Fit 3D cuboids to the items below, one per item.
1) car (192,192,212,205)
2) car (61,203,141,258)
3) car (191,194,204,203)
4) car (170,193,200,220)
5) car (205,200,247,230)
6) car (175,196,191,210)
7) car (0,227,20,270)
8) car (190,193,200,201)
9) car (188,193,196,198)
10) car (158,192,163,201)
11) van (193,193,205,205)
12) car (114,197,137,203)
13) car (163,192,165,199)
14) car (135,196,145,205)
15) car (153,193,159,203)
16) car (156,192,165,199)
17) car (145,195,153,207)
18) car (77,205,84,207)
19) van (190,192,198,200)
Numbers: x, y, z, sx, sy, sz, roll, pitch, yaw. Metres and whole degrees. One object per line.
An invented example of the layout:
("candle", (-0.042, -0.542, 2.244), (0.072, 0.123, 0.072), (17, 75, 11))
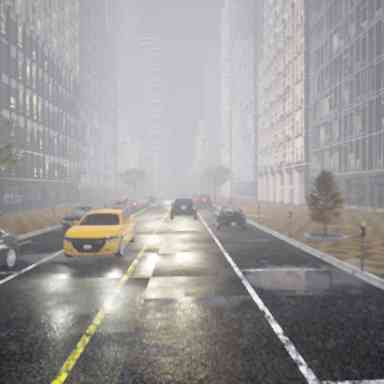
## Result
("car", (1.460, 1.086, 42.524), (2.192, 1.841, 5.009), (-1, 0, -2))
("car", (-3.350, 1.425, 12.881), (1.882, 1.535, 5.008), (0, 0, -2))
("car", (0.961, 1.123, 59.568), (1.967, 1.590, 4.097), (-1, 0, -2))
("car", (-0.669, 1.213, 26.978), (2.097, 1.767, 4.553), (0, 0, -2))
("car", (2.133, 1.438, 19.800), (2.008, 1.369, 4.403), (-1, 0, -2))
("car", (-1.103, 1.293, 41.820), (1.837, 1.490, 4.892), (0, 1, -2))
("car", (-5.909, 1.534, 8.192), (2.008, 1.369, 4.403), (-1, 0, -2))
("car", (0.625, 1.063, 70.930), (1.967, 1.590, 4.097), (-1, 0, -2))
("car", (-0.042, 1.053, 93.655), (2.008, 1.369, 4.403), (-1, 0, -2))
("car", (-7.750, 1.212, 70.684), (2.008, 1.369, 4.403), (-1, 0, -2))
("van", (1.126, 1.053, 53.886), (1.690, 1.788, 3.998), (-1, 0, -2))
("car", (-6.578, 1.450, 30.916), (1.802, 1.307, 4.206), (-1, 0, -2))
("car", (-8.085, 1.042, 82.046), (1.967, 1.590, 4.097), (-1, 0, -2))
("car", (-6.747, 1.279, 36.596), (1.967, 1.590, 4.097), (-1, 0, -2))
("car", (-7.415, 1.287, 59.322), (1.947, 1.339, 4.313), (-1, 0, -2))
("car", (-8.255, 0.886, 87.726), (2.192, 1.841, 5.009), (-1, 0, -2))
("car", (-7.075, 1.306, 47.790), (1.752, 1.417, 4.829), (-1, 0, -2))
("car", (-6.244, 1.476, 19.554), (2.008, 1.369, 4.403), (-1, 0, -2))
("van", (0.457, 0.934, 76.610), (1.690, 1.788, 3.998), (-1, 0, -2))
